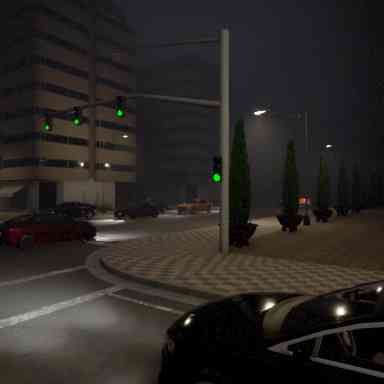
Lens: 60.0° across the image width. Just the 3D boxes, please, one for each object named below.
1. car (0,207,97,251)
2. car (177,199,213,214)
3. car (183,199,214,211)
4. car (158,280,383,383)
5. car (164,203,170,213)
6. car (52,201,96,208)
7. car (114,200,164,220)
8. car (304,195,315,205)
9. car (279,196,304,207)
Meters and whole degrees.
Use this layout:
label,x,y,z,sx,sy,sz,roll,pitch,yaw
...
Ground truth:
label,x,y,z,sx,sy,sz,roll,pitch,yaw
car,-6.268,1.578,14.458,1.994,1.385,4.181,0,-1,35
car,0.368,1.533,36.316,1.882,1.535,5.008,0,0,35
car,0.916,1.619,43.131,1.994,1.385,4.181,0,0,36
car,1.895,1.492,2.622,4.902,1.511,2.128,0,0,36
car,-4.538,1.603,35.443,2.033,1.411,5.357,0,0,35
car,-10.160,1.560,27.487,1.837,1.490,4.892,0,0,35
car,-4.784,1.619,29.030,1.994,1.385,4.181,0,0,35
car,20.296,1.407,58.482,2.097,1.767,4.553,0,0,32
car,14.608,1.547,50.057,2.128,1.511,4.902,0,0,35
